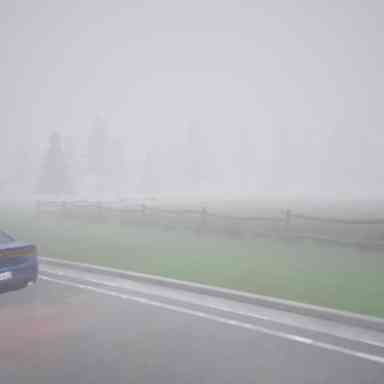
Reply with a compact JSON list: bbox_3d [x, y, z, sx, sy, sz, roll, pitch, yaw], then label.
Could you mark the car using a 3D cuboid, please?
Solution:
[{"bbox_3d":[-5.590,1.415,7.438,5.008,1.535,1.882,0,0,31],"label":"car"}]
